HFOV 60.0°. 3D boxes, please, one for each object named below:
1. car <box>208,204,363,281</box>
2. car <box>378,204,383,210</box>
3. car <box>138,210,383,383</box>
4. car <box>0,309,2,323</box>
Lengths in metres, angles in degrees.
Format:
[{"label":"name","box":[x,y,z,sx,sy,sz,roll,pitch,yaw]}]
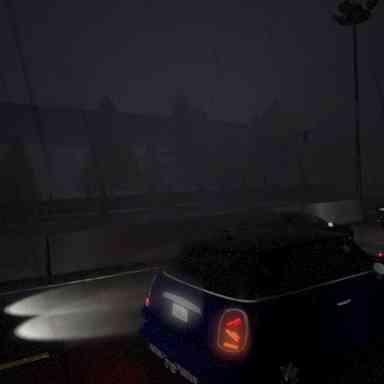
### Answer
[{"label":"car","box":[3.068,1.320,10.304,5.008,1.535,1.882,-3,1,-36]},{"label":"car","box":[10.689,0.863,15.826,4.902,1.511,2.128,-4,2,-36]},{"label":"car","box":[1.591,1.313,4.915,4.553,1.767,2.097,-1,1,-36]},{"label":"car","box":[-4.978,1.560,4.493,4.181,1.385,1.994,0,0,-36]}]
